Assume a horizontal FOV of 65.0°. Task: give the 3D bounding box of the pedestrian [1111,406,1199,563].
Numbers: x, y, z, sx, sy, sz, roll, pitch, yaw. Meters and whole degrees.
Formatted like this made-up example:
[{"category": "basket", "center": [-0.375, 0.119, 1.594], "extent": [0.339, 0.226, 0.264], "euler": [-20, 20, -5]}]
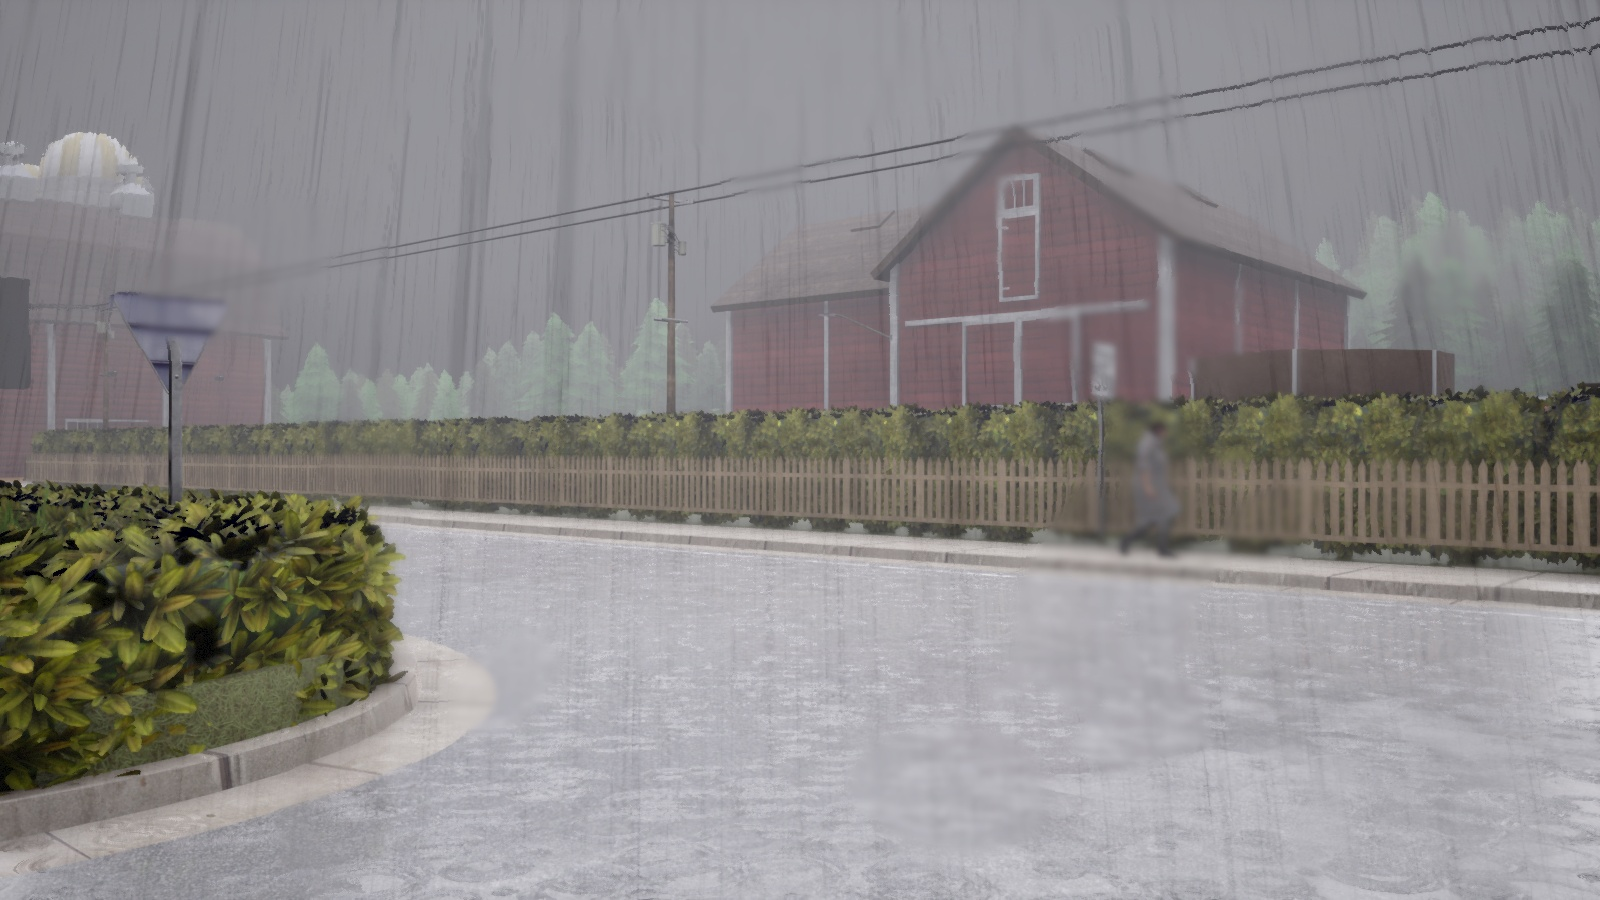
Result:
[{"category": "pedestrian", "center": [4.570, 0.430, 16.164], "extent": [0.873, 1.952, 0.659], "euler": [0, 0, 43]}]
